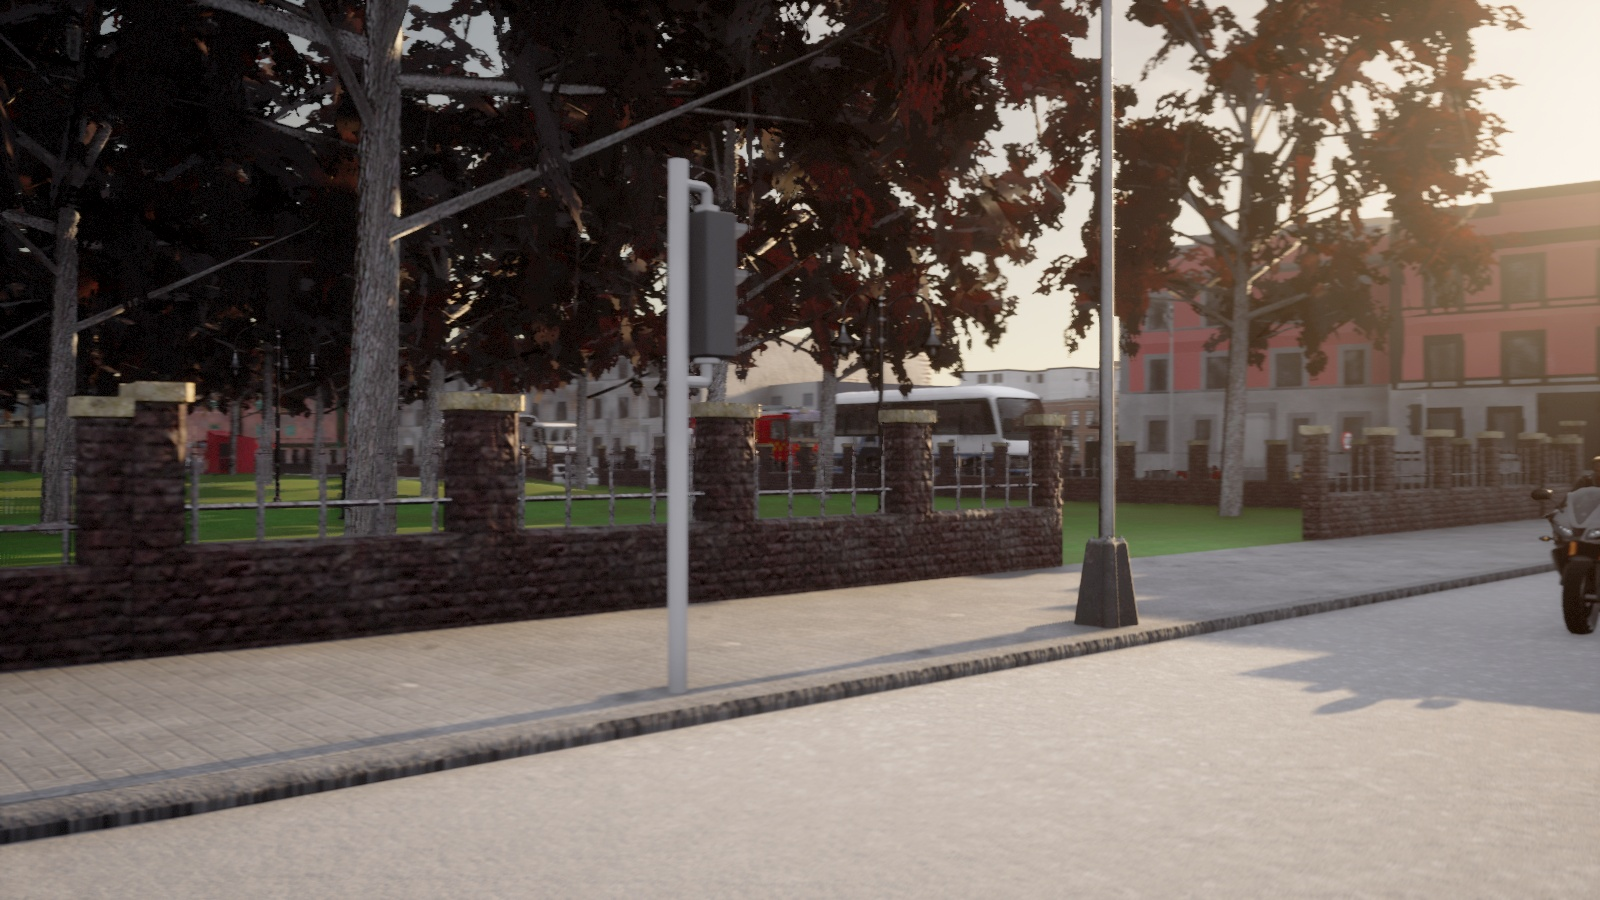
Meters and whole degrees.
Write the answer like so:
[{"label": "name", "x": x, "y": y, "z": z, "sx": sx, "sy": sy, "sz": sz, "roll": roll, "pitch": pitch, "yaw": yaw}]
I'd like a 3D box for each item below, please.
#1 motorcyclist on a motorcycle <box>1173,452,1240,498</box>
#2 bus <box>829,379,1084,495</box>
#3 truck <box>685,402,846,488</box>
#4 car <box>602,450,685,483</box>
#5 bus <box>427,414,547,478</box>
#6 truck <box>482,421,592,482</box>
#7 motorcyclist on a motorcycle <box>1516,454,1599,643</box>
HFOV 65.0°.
[{"label": "motorcyclist on a motorcycle", "x": 13.819, "y": 0.844, "z": 42.690, "sx": 0.797, "sy": 1.523, "sz": 2.044, "roll": 0, "pitch": 0, "yaw": -41}, {"label": "bus", "x": 6.124, "y": -0.459, "z": 51.294, "sx": 3.944, "sy": 4.253, "sz": 10.273, "roll": 0, "pitch": 0, "yaw": -41}, {"label": "truck", "x": -1.788, "y": -0.189, "z": 60.158, "sx": 2.891, "sy": 3.827, "sz": 8.468, "roll": 0, "pitch": 0, "yaw": -42}, {"label": "car", "x": -8.465, "y": 0.868, "z": 67.632, "sx": 2.242, "sy": 1.667, "sz": 4.611, "roll": 0, "pitch": 0, "yaw": -42}, {"label": "bus", "x": -22.329, "y": -0.230, "z": 89.126, "sx": 3.944, "sy": 4.253, "sz": 10.273, "roll": 0, "pitch": 0, "yaw": -42}, {"label": "truck", "x": -16.019, "y": 0.096, "z": 76.083, "sx": 2.891, "sy": 3.462, "sz": 7.936, "roll": 0, "pitch": 0, "yaw": -42}, {"label": "motorcyclist on a motorcycle", "x": 7.143, "y": 0.800, "z": 11.046, "sx": 2.191, "sy": 1.530, "sz": 0.866, "roll": 0, "pitch": 0, "yaw": -43}]
